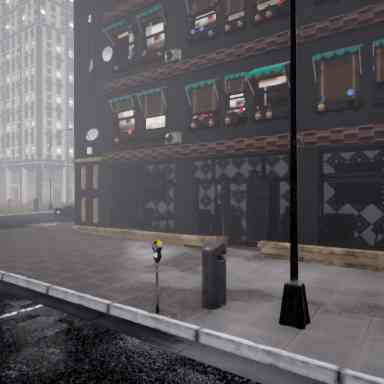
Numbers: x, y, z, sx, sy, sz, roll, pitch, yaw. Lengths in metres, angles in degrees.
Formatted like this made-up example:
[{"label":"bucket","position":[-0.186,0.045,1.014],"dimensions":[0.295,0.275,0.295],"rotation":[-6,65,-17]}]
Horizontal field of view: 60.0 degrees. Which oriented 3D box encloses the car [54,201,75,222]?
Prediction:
[{"label":"car","position":[-7.286,1.279,22.789],"dimensions":[1.947,1.339,4.313],"rotation":[1,1,35]}]
